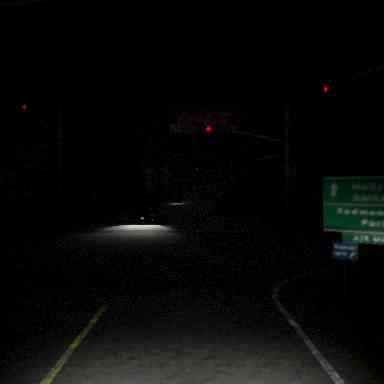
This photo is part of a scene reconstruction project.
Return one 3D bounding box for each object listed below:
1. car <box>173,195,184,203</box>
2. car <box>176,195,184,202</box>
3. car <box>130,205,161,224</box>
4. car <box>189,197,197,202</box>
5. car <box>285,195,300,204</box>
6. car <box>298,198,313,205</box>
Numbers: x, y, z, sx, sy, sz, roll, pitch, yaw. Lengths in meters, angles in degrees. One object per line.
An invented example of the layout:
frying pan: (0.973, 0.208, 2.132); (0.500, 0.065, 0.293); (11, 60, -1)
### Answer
car: (-3.342, 1.946, 77.485); (1.994, 1.385, 4.181); (0, 0, 0)
car: (-3.308, 1.765, 93.986); (2.097, 1.767, 4.553); (0, 0, 0)
car: (-3.550, 1.695, 25.818); (1.994, 1.385, 4.181); (0, 0, 0)
car: (0.175, 1.990, 86.144); (1.994, 1.385, 4.181); (0, 0, 0)
car: (22.543, 1.671, 74.591); (1.932, 1.855, 4.605); (0, 0, 0)
car: (22.586, 1.891, 66.111); (1.970, 1.475, 3.806); (0, 0, 0)
